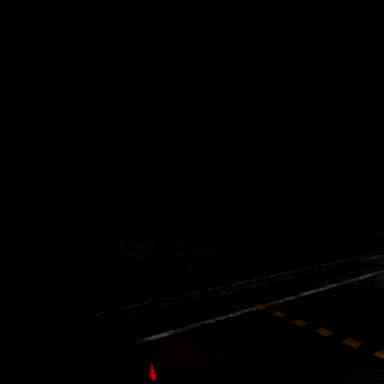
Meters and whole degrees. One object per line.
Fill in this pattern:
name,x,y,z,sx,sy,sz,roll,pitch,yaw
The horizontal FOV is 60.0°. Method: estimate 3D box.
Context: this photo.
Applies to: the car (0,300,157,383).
car,-2.253,1.521,2.077,4.181,1.385,1.994,2,-1,-36
